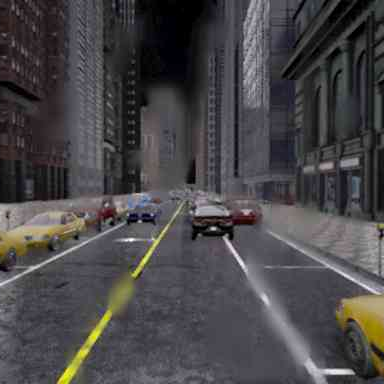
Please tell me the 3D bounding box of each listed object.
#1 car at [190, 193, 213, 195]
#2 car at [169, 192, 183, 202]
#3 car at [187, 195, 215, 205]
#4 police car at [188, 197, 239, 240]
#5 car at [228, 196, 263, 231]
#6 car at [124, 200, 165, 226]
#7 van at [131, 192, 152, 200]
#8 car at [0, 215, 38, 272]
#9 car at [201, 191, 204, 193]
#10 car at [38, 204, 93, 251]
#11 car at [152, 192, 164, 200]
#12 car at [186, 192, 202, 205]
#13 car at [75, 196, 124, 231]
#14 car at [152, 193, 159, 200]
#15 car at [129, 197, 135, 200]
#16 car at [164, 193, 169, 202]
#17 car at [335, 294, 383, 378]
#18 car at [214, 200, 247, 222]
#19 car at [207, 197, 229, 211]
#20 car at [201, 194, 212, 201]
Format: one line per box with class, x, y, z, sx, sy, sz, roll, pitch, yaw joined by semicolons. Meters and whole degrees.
car;0.921;1.200;32.473;1.801;1.575;5.366;0;0;0
car;-2.985;1.128;62.523;1.895;1.301;4.718;0;0;1
car;0.796;1.270;26.256;1.882;1.535;5.008;0;0;-2
police car;0.897;1.293;16.394;1.930;1.638;5.238;0;0;0
car;2.772;1.160;19.373;2.192;1.841;5.009;0;0;0
car;-3.086;1.426;21.915;1.895;1.301;4.718;0;0;0
van;-5.742;1.057;36.294;1.690;1.788;3.998;0;0;0
car;-5.760;1.461;7.922;1.752;1.417;4.829;0;0;0
car;2.794;1.033;53.216;1.967;1.590;4.097;0;0;0
car;-5.756;1.416;13.563;1.752;1.417;4.829;0;0;0
car;-5.735;0.949;47.574;2.192;1.841;5.009;0;0;0
car;0.034;1.101;50.852;2.128;1.511;4.902;0;0;0
car;-5.753;1.160;19.372;2.192;1.841;5.009;0;0;0
car;-5.738;1.225;41.935;2.008;1.369;4.403;0;0;0
car;-5.749;1.328;24.844;1.752;1.417;4.829;0;0;0
car;-5.728;0.868;58.856;2.192;1.841;5.009;0;0;0
car;2.762;1.503;2.624;1.752;1.417;4.829;0;0;0
car;2.776;1.352;25.015;2.008;1.369;4.403;0;0;0
car;2.784;1.266;36.296;2.008;1.369;4.403;0;0;0
car;2.802;1.078;64.498;1.947;1.339;4.313;0;0;0
